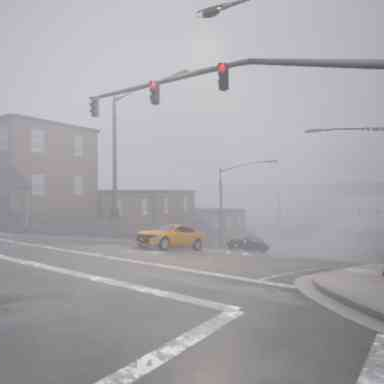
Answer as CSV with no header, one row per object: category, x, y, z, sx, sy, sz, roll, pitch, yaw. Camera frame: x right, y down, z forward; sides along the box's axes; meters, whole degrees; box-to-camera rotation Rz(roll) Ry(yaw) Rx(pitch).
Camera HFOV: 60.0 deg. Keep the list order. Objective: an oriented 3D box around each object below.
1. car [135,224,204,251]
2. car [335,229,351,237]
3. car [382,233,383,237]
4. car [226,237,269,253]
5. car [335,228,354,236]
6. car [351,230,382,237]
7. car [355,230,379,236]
car,-1.201,2.647,19.899,1.882,1.535,5.008,-1,-9,37
car,36.075,9.584,78.685,2.038,1.542,4.974,0,0,-11
car,44.642,9.489,73.514,2.038,1.542,4.974,0,0,-26
car,4.754,4.444,28.143,1.895,1.301,4.718,-1,-13,35
car,36.064,9.427,78.737,1.853,1.218,4.536,0,0,-11
car,39.824,9.540,76.005,4.974,1.542,2.038,0,0,-1
car,39.874,9.382,76.006,4.536,1.218,1.853,0,0,-1
